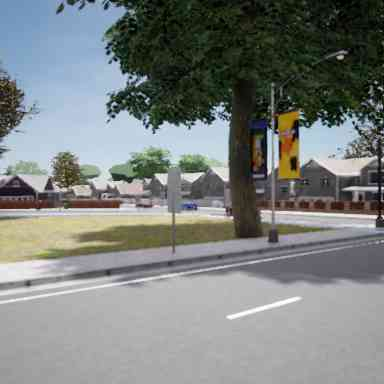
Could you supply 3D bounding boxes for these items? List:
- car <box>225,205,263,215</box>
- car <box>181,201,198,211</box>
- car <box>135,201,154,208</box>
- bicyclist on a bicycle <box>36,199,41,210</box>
[{"bbox_3d":[5.976,2.023,38.581,1.882,1.535,5.008,0,-1,-35],"label":"car"},{"bbox_3d":[-1.080,2.185,53.442,1.882,1.535,5.008,0,0,-35],"label":"car"},{"bbox_3d":[-9.367,2.484,65.246,1.895,1.301,4.718,0,0,-35],"label":"car"},{"bbox_3d":[-22.184,1.855,48.080,0.582,1.620,1.656,0,0,-5],"label":"bicyclist on a bicycle"}]
